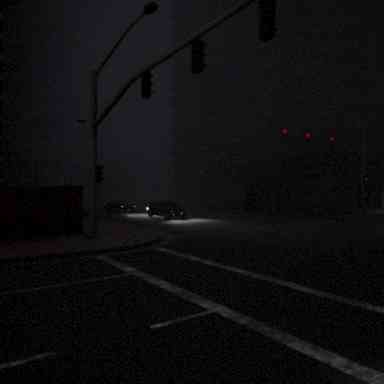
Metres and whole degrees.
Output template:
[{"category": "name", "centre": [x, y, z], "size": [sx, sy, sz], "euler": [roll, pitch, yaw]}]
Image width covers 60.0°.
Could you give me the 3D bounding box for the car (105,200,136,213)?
[{"category": "car", "centre": [-8.049, 1.619, 37.396], "size": [1.895, 1.301, 4.718], "euler": [0, 0, -36]}]

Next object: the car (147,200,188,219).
[{"category": "car", "centre": [-2.254, 1.523, 29.298], "size": [1.837, 1.490, 4.892], "euler": [0, 0, -36]}]
